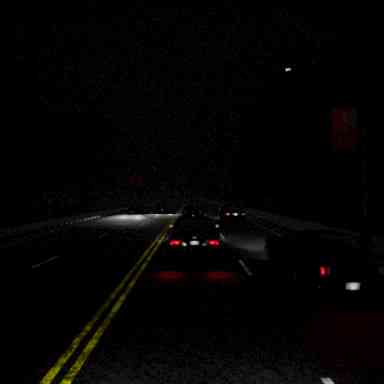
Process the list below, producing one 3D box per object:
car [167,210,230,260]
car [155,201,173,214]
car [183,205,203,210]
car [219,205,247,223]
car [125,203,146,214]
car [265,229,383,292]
[{"bbox_3d":[0.083,1.632,12.738,2.033,1.411,5.357,0,0,0],"label":"car"},{"bbox_3d":[-3.352,1.832,40.221,1.837,1.490,4.892,0,-1,0],"label":"car"},{"bbox_3d":[0.087,1.836,31.132,1.895,1.301,4.718,0,-1,0],"label":"car"},{"bbox_3d":[3.331,1.751,27.752,2.033,1.411,5.357,0,-1,0],"label":"car"},{"bbox_3d":[-6.604,1.915,39.041,1.895,1.301,4.718,0,-1,0],"label":"car"},{"bbox_3d":[3.316,1.660,9.044,1.895,1.301,4.718,0,0,0],"label":"car"}]
